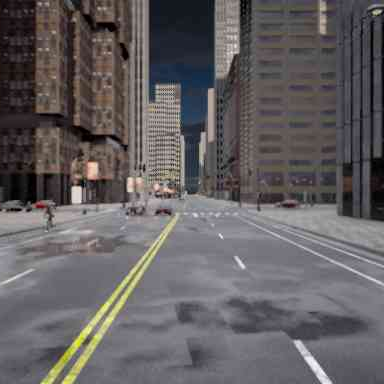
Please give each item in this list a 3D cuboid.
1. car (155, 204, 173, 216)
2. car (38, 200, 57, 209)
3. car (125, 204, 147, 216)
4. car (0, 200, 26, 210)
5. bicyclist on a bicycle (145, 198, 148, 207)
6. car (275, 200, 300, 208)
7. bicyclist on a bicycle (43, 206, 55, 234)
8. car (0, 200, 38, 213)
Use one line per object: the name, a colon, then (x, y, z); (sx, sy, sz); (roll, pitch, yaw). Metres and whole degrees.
car: (-3.254, 2.071, 39.008); (1.895, 1.301, 4.718); (0, -1, 0)
car: (-24.739, 2.113, 55.430); (4.097, 1.590, 1.967); (0, 0, 0)
car: (-6.504, 2.075, 39.038); (1.994, 1.385, 4.181); (0, -1, 0)
car: (-30.164, 2.132, 55.426); (4.097, 1.590, 1.967); (0, 0, 0)
bicyclist on a bicycle: (-8.757, 2.124, 63.918); (0.659, 1.776, 1.843); (0, -1, 0)
car: (16.673, 2.043, 58.564); (4.097, 1.590, 1.967); (0, 0, 0)
bicyclist on a bicycle: (-8.754, 1.706, 20.412); (0.582, 1.620, 1.656); (0, 0, 0)
car: (-24.735, 2.262, 46.906); (4.313, 1.339, 1.947); (0, 0, 0)
